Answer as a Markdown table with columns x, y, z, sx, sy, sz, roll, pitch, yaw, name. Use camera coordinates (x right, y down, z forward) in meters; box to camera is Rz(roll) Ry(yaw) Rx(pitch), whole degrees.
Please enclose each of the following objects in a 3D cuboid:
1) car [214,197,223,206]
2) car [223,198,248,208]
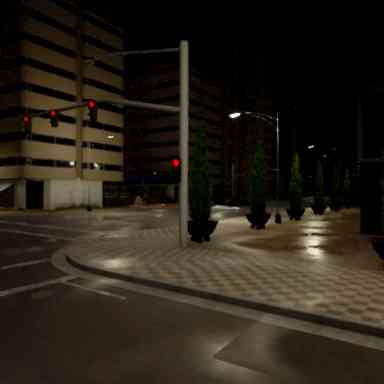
| x | y | z | sx | sy | sz | roll | pitch | yaw | name |
| --- | --- | --- | --- | --- | --- | --- | --- | --- | --- |
| 3.325 | 1.428 | 50.187 | 1.882 | 1.535 | 5.008 | 0 | 0 | 35 | car |
| 6.769 | 1.527 | 49.010 | 1.994 | 1.385 | 4.181 | 0 | 0 | 35 | car |
